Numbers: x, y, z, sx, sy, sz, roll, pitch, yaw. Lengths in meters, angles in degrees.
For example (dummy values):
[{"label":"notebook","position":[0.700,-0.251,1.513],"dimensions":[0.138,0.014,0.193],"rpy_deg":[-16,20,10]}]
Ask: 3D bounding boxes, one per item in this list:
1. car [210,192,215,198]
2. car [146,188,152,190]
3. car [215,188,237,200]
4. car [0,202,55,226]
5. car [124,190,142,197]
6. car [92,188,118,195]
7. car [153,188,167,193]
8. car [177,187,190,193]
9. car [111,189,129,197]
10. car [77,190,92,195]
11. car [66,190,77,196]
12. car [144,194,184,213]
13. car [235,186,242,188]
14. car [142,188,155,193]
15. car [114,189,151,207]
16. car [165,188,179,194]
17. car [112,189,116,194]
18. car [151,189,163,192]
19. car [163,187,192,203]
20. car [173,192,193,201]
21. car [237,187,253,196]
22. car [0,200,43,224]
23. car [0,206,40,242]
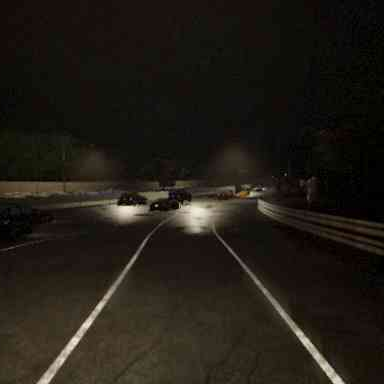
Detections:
[{"label":"car","position":[5.069,0.590,68.146],"dimensions":[1.994,1.385,4.181],"rpy_deg":[0,1,18]},{"label":"car","position":[-10.475,0.420,76.888],"dimensions":[1.895,1.301,4.718],"rpy_deg":[0,1,18]},{"label":"car","position":[6.120,0.540,60.176],"dimensions":[2.097,1.767,4.553],"rpy_deg":[0,1,18]},{"label":"car","position":[-10.884,1.508,20.324],"dimensions":[2.033,1.411,5.357],"rpy_deg":[0,1,18]},{"label":"car","position":[-13.799,0.275,77.982],"dimensions":[1.882,1.535,5.008],"rpy_deg":[0,1,18]},{"label":"car","position":[-15.464,0.342,61.858],"dimensions":[2.150,2.045,5.566],"rpy_deg":[1,1,19]},{"label":"car","position":[-8.898,-0.444,92.936],"dimensions":[2.128,1.511,4.902],"rpy_deg":[0,2,18]},{"label":"car","position":[-2.233,-0.562,90.792],"dimensions":[2.097,1.767,4.553],"rpy_deg":[0,2,18]},{"label":"car","position":[-17.124,0.125,79.070],"dimensions":[2.097,1.767,4.553],"rpy_deg":[0,1,18]},{"label":"car","position":[-18.778,0.638,62.961],"dimensions":[2.033,1.411,5.357],"rpy_deg":[0,1,19]},{"label":"car","position":[-22.102,0.420,64.053],"dimensions":[2.097,1.767,4.553],"rpy_deg":[0,1,19]},{"label":"car","position":[-2.735,1.272,33.680],"dimensions":[1.994,1.385,4.181],"rpy_deg":[0,1,19]},{"label":"car","position":[13.517,-0.181,93.973],"dimensions":[1.837,1.490,4.892],"rpy_deg":[0,2,18]},{"label":"car","position":[-12.226,-0.472,94.019],"dimensions":[1.812,1.442,4.674],"rpy_deg":[0,2,18]},{"label":"car","position":[-7.379,0.887,41.851],"dimensions":[2.097,1.767,4.553],"rpy_deg":[0,1,19]},{"label":"car","position":[-5.569,-0.418,91.852],"dimensions":[2.128,1.511,4.902],"rpy_deg":[0,2,18]},{"label":"car","position":[-12.118,0.708,60.876],"dimensions":[1.994,1.385,4.181],"rpy_deg":[0,1,19]},{"label":"car","position":[-7.129,0.445,75.857],"dimensions":[1.895,1.301,4.718],"rpy_deg":[0,1,18]},{"label":"car","position":[-1.732,0.648,47.684],"dimensions":[2.150,2.045,5.566],"rpy_deg":[0,1,18]},{"label":"car","position":[-1.536,0.741,59.336],"dimensions":[2.033,1.411,5.357],"rpy_deg":[0,1,18]},{"label":"car","position":[12.892,0.214,80.748],"dimensions":[1.882,1.535,5.008],"rpy_deg":[0,2,18]},{"label":"car","position":[-13.458,1.437,23.680],"dimensions":[2.033,1.411,5.357],"rpy_deg":[0,1,18]},{"label":"car","position":[-9.311,1.631,13.927],"dimensions":[2.033,1.411,5.357],"rpy_deg":[0,1,18]}]
